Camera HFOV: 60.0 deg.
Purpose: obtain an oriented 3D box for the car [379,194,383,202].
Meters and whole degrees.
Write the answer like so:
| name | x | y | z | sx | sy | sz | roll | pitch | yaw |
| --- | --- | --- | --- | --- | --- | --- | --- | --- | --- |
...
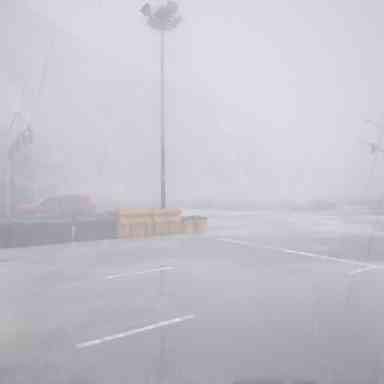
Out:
| name | x | y | z | sx | sy | sz | roll | pitch | yaw |
| --- | --- | --- | --- | --- | --- | --- | --- | --- | --- |
| car | 39.951 | 1.235 | 66.983 | 4.902 | 1.511 | 2.128 | 0 | 0 | -36 |

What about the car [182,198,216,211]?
| name | x | y | z | sx | sy | sz | roll | pitch | yaw |
| --- | --- | --- | --- | --- | --- | --- | --- | --- | --- |
| car | 1.129 | 1.412 | 39.240 | 4.902 | 1.511 | 2.128 | 0 | 0 | -36 |

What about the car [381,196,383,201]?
| name | x | y | z | sx | sy | sz | roll | pitch | yaw |
| --- | --- | --- | --- | --- | --- | --- | --- | --- | --- |
| car | 35.606 | 1.250 | 59.503 | 4.892 | 1.490 | 1.837 | 0 | 0 | -36 |

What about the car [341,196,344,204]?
| name | x | y | z | sx | sy | sz | roll | pitch | yaw |
| --- | --- | --- | --- | --- | --- | --- | --- | --- | --- |
| car | 24.263 | 1.312 | 51.486 | 4.892 | 1.490 | 1.837 | 0 | 0 | -35 |

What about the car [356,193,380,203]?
| name | x | y | z | sx | sy | sz | roll | pitch | yaw |
| --- | --- | --- | --- | --- | --- | --- | --- | --- | --- |
| car | 32.614 | 1.101 | 61.663 | 4.553 | 1.767 | 2.097 | 0 | 0 | -36 |

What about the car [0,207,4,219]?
| name | x | y | z | sx | sy | sz | roll | pitch | yaw |
| --- | --- | --- | --- | --- | --- | --- | --- | --- | --- |
| car | -15.571 | 1.494 | 22.981 | 4.902 | 1.511 | 2.128 | 0 | 0 | -36 |

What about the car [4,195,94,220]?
| name | x | y | z | sx | sy | sz | roll | pitch | yaw |
| --- | --- | --- | --- | --- | --- | --- | --- | --- | --- |
| car | -9.502 | 1.220 | 23.018 | 5.566 | 2.045 | 2.150 | 0 | 0 | -36 |

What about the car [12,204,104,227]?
| name | x | y | z | sx | sy | sz | roll | pitch | yaw |
| --- | --- | --- | --- | --- | --- | --- | --- | --- | --- |
| car | -7.840 | 1.599 | 19.904 | 4.718 | 1.301 | 1.895 | 0 | 0 | -36 |

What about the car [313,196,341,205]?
| name | x | y | z | sx | sy | sz | roll | pitch | yaw |
| --- | --- | --- | --- | --- | --- | --- | --- | --- | --- |
| car | 21.984 | 1.407 | 54.157 | 4.718 | 1.301 | 1.895 | 0 | 0 | -35 |

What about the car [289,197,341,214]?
| name | x | y | z | sx | sy | sz | roll | pitch | yaw |
| --- | --- | --- | --- | --- | --- | --- | --- | --- | --- |
| car | 12.901 | 1.439 | 34.756 | 5.357 | 1.411 | 2.033 | 0 | 0 | -36 |

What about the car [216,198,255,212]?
| name | x | y | z | sx | sy | sz | roll | pitch | yaw |
| --- | --- | --- | --- | --- | --- | --- | --- | --- | --- |
| car | 5.728 | 1.454 | 38.229 | 5.357 | 1.411 | 2.033 | 0 | 0 | -36 |

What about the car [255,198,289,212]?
| name | x | y | z | sx | sy | sz | roll | pitch | yaw |
| --- | --- | --- | --- | --- | --- | --- | --- | --- | --- |
| car | 9.785 | 1.388 | 36.829 | 4.902 | 1.511 | 2.128 | 0 | 0 | -36 |

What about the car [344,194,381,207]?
| name | x | y | z | sx | sy | sz | roll | pitch | yaw |
| --- | --- | --- | --- | --- | --- | --- | --- | --- | --- |
| car | 24.202 | 1.294 | 47.147 | 5.008 | 1.535 | 1.882 | 0 | 0 | -36 |
